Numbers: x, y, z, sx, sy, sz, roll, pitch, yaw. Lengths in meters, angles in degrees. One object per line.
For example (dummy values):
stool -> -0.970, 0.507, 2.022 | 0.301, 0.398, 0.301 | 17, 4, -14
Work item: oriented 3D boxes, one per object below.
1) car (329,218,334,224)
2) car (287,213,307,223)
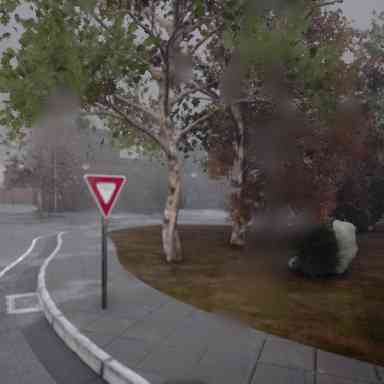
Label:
car -> 19.962, 3.870, 47.649 | 4.674, 1.442, 1.812 | 3, -2, -39
car -> 15.282, 3.680, 47.862 | 4.892, 1.490, 1.837 | 4, -3, -39
